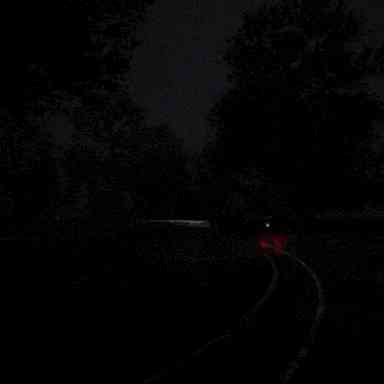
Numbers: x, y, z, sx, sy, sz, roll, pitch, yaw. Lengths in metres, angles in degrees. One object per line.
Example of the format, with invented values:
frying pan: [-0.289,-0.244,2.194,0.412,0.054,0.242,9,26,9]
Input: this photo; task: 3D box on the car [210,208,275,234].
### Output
car: [3.103,1.762,21.543,2.128,1.511,4.902,0,-1,-33]
